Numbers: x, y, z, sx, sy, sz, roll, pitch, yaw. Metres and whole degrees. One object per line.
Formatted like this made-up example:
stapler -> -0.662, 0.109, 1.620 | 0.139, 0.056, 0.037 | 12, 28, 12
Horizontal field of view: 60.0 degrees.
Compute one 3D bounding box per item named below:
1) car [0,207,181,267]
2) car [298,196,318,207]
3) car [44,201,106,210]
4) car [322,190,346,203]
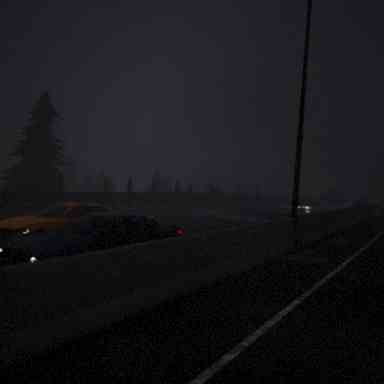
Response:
car -> -2.420, 1.309, 9.446 | 2.033, 1.411, 5.357 | 2, 1, 36
car -> 16.486, 1.397, 47.319 | 1.837, 1.490, 4.892 | 2, -1, 36
car -> -4.568, 1.130, 12.440 | 1.882, 1.535, 5.008 | 2, 1, 36
car -> 19.355, 0.784, 45.277 | 2.150, 2.045, 5.566 | 2, -1, 36
